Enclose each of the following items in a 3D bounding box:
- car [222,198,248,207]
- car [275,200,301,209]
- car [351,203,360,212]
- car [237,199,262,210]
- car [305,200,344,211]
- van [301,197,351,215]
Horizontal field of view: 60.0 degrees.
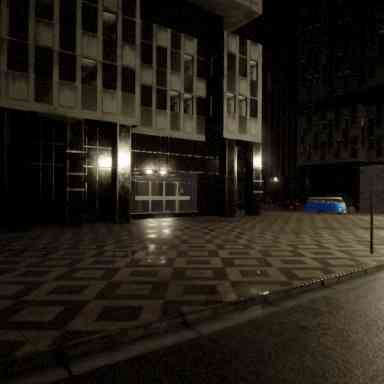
[{"bbox_3d":[7.391,1.839,57.594,1.752,1.417,4.829,0,0,-36],"label":"car"},{"bbox_3d":[14.056,1.818,48.262,1.802,1.307,4.206,0,0,-36],"label":"car"},{"bbox_3d":[20.622,1.725,39.068,1.947,1.339,4.313,0,0,-36],"label":"car"},{"bbox_3d":[7.124,1.706,43.301,1.887,1.381,4.507,0,0,-36],"label":"car"},{"bbox_3d":[17.339,1.749,43.665,2.008,1.369,4.403,0,0,-36],"label":"car"},{"bbox_3d":[13.690,1.425,34.108,1.690,1.788,3.998,0,0,-36],"label":"van"}]
